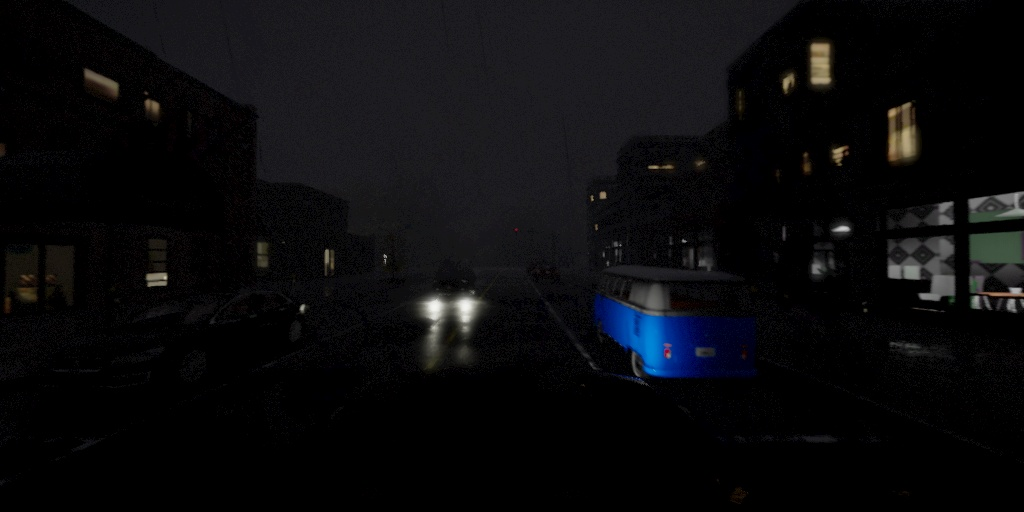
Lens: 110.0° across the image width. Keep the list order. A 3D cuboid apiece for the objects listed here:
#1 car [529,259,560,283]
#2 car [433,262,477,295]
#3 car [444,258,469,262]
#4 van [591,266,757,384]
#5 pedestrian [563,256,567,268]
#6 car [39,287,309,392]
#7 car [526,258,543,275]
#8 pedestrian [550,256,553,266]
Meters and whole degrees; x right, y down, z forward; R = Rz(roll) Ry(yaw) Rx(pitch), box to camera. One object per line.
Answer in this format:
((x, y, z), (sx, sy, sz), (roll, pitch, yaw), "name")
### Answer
((2.694, 1.264, 29.016), (1.967, 1.591, 4.097), (0, 0, 0), "car")
((-3.099, 1.280, 20.199), (1.882, 1.535, 5.008), (0, 0, 0), "car")
((-5.685, 1.153, 34.548), (2.192, 1.841, 5.009), (0, 0, 0), "car")
((2.692, 1.106, 6.844), (1.690, 1.789, 3.998), (0, 0, 0), "van")
((8.141, 0.924, 55.121), (0.375, 1.860, 0.375), (1, -1, 0), "pedestrian")
((-5.689, 1.316, 6.831), (2.007, 1.370, 4.403), (0, 0, 0), "car")
((2.709, 1.165, 40.101), (2.192, 1.841, 5.009), (0, 0, 0), "car")
((6.141, 0.931, 55.721), (0.375, 1.860, 0.375), (1, -1, 0), "pedestrian")
